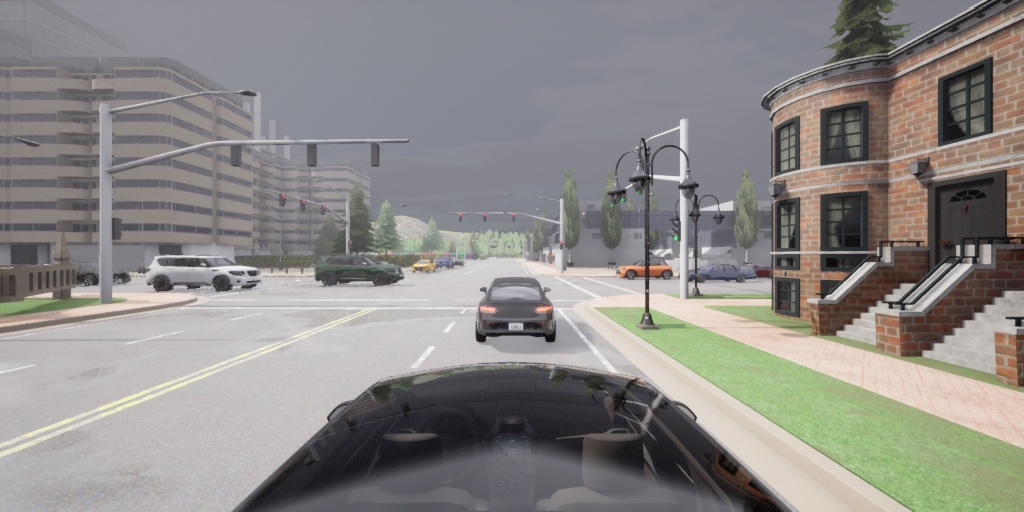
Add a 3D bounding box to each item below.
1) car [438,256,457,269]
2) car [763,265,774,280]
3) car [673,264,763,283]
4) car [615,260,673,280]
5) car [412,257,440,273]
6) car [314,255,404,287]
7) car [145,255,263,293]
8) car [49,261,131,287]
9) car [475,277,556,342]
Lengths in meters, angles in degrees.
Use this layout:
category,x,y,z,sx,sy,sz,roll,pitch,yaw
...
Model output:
category,x,y,z,sx,sy,sz,roll,pitch,yaw
car,-10.567,0.972,56.001,2.150,2.045,5.566,0,0,0
car,20.583,1.350,31.037,4.718,1.301,1.895,0,0,-2
car,15.629,1.297,27.404,5.357,1.411,2.033,0,0,-1
car,11.326,1.102,30.897,4.553,1.767,2.097,0,0,-1
car,-10.637,1.227,43.639,1.882,1.535,5.008,0,0,2
car,-10.158,0.974,23.942,5.566,2.045,2.150,0,0,2
car,-17.561,0.971,20.572,5.566,2.045,2.150,0,0,0
car,-28.602,1.101,24.087,4.553,1.767,2.097,0,0,0
car,0.088,1.276,9.617,1.812,1.442,4.674,0,0,0
